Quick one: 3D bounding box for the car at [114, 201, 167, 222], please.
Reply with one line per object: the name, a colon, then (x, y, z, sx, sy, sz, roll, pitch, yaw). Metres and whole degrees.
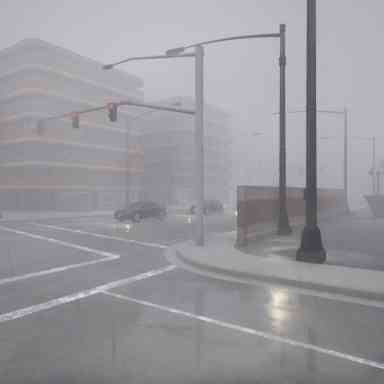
car: (-3.961, 1.505, 26.320, 1.837, 1.490, 4.892, 0, 0, 35)

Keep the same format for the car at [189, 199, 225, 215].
car: (1.627, 1.505, 34.444, 1.837, 1.490, 4.892, 0, 0, 35)
